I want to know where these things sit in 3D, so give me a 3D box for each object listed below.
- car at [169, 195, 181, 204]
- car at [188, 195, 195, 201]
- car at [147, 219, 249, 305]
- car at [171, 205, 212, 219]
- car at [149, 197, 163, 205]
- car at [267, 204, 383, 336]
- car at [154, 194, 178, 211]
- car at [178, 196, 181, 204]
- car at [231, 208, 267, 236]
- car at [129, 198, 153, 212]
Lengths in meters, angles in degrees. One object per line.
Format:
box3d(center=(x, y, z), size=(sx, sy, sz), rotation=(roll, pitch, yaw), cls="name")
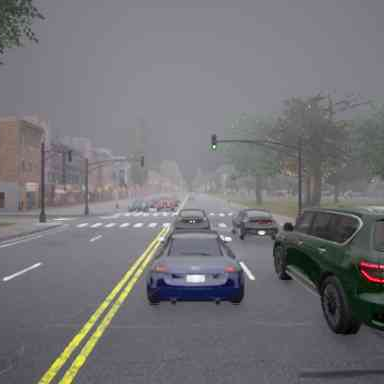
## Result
box3d(center=(-3.412, 1.471, 67.851), size=(2.097, 1.767, 4.553), rotation=(0, 0, 0), cls="car")
box3d(center=(-0.177, 1.552, 84.259), size=(2.128, 1.511, 4.902), rotation=(0, 0, 0), cls="car")
box3d(center=(0.063, 1.611, 8.252), size=(1.994, 1.385, 4.181), rotation=(0, 0, 0), cls="car")
box3d(center=(0.015, 1.648, 18.127), size=(1.837, 1.490, 4.892), rotation=(0, 0, 0), cls="car")
box3d(center=(-6.686, 1.699, 62.417), size=(2.033, 1.411, 5.357), rotation=(0, 0, 1), cls="car")
box3d(center=(3.314, 1.258, 6.879), size=(2.150, 2.045, 5.566), rotation=(0, 0, 0), cls="car")
box3d(center=(-3.449, 1.461, 44.785), size=(2.150, 2.045, 5.566), rotation=(0, 0, 0), cls="car")
box3d(center=(-3.445, 1.417, 55.301), size=(2.150, 2.045, 5.566), rotation=(0, 0, 1), cls="car")
box3d(center=(3.265, 1.646, 17.945), size=(1.837, 1.490, 4.892), rotation=(0, 0, 0), cls="car")
box3d(center=(-6.687, 1.595, 42.502), size=(2.097, 1.767, 4.553), rotation=(0, 0, 0), cls="car")
